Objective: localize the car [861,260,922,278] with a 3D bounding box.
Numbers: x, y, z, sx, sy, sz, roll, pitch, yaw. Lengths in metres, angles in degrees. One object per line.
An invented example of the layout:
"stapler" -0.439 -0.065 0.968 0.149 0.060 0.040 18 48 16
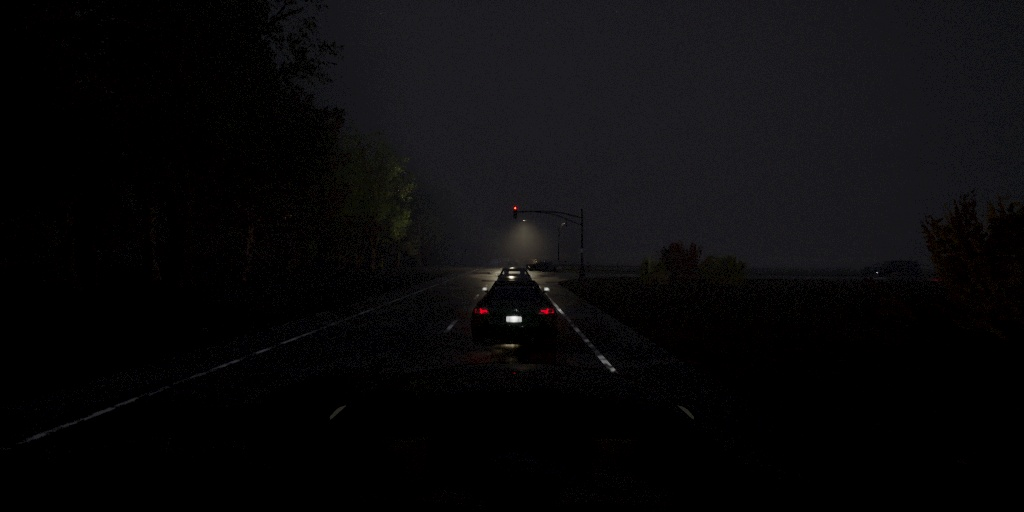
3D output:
"car" 44.021 1.501 41.627 5.566 2.045 2.150 1 -1 1

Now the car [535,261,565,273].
"car" 4.031 1.386 45.422 5.357 1.411 2.033 3 2 42

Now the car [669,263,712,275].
"car" 20.876 1.518 41.776 4.902 1.511 2.128 1 -1 0

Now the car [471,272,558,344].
"car" 0.092 1.314 9.640 1.994 1.385 4.181 0 0 1

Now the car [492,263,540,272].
"car" 0.120 1.298 18.844 2.033 1.411 5.357 0 0 0

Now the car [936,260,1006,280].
"car" 48.591 1.492 38.024 5.566 2.045 2.150 1 -1 0
